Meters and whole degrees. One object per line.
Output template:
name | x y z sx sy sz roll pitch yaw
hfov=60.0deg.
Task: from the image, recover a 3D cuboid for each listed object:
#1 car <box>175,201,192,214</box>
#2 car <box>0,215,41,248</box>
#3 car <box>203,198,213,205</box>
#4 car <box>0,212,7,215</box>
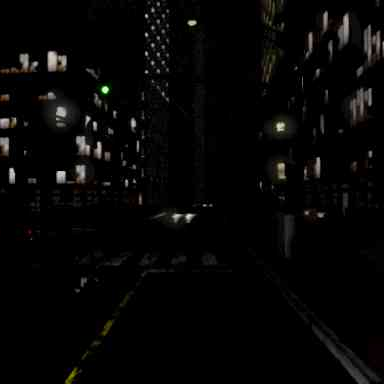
car | -1.047 1.999 42.471 1.882 1.535 5.008 0 1 5
car | -9.359 1.781 14.544 4.718 1.301 1.895 0 -4 -9
car | 3.971 2.336 81.818 1.882 1.535 5.008 0 -1 9
car | -16.583 2.168 26.328 4.403 1.369 2.008 -1 0 10
